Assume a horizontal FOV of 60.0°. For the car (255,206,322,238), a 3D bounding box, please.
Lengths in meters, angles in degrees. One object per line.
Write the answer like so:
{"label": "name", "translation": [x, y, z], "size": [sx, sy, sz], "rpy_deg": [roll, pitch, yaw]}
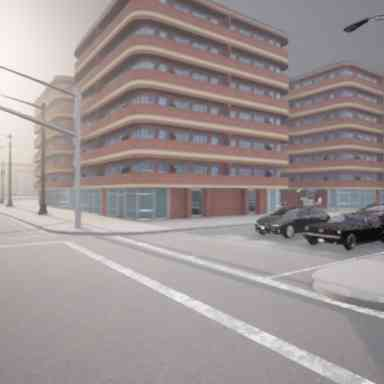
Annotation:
{"label": "car", "translation": [5.450, 1.513, 17.695], "size": [4.892, 1.490, 1.837], "rpy_deg": [0, 0, -35]}

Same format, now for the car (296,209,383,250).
{"label": "car", "translation": [6.930, 1.609, 14.448], "size": [4.718, 1.301, 1.895], "rpy_deg": [0, 0, -35]}

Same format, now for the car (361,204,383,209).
{"label": "car", "translation": [12.889, 1.539, 22.994], "size": [4.674, 1.442, 1.812], "rpy_deg": [0, 0, -35]}
